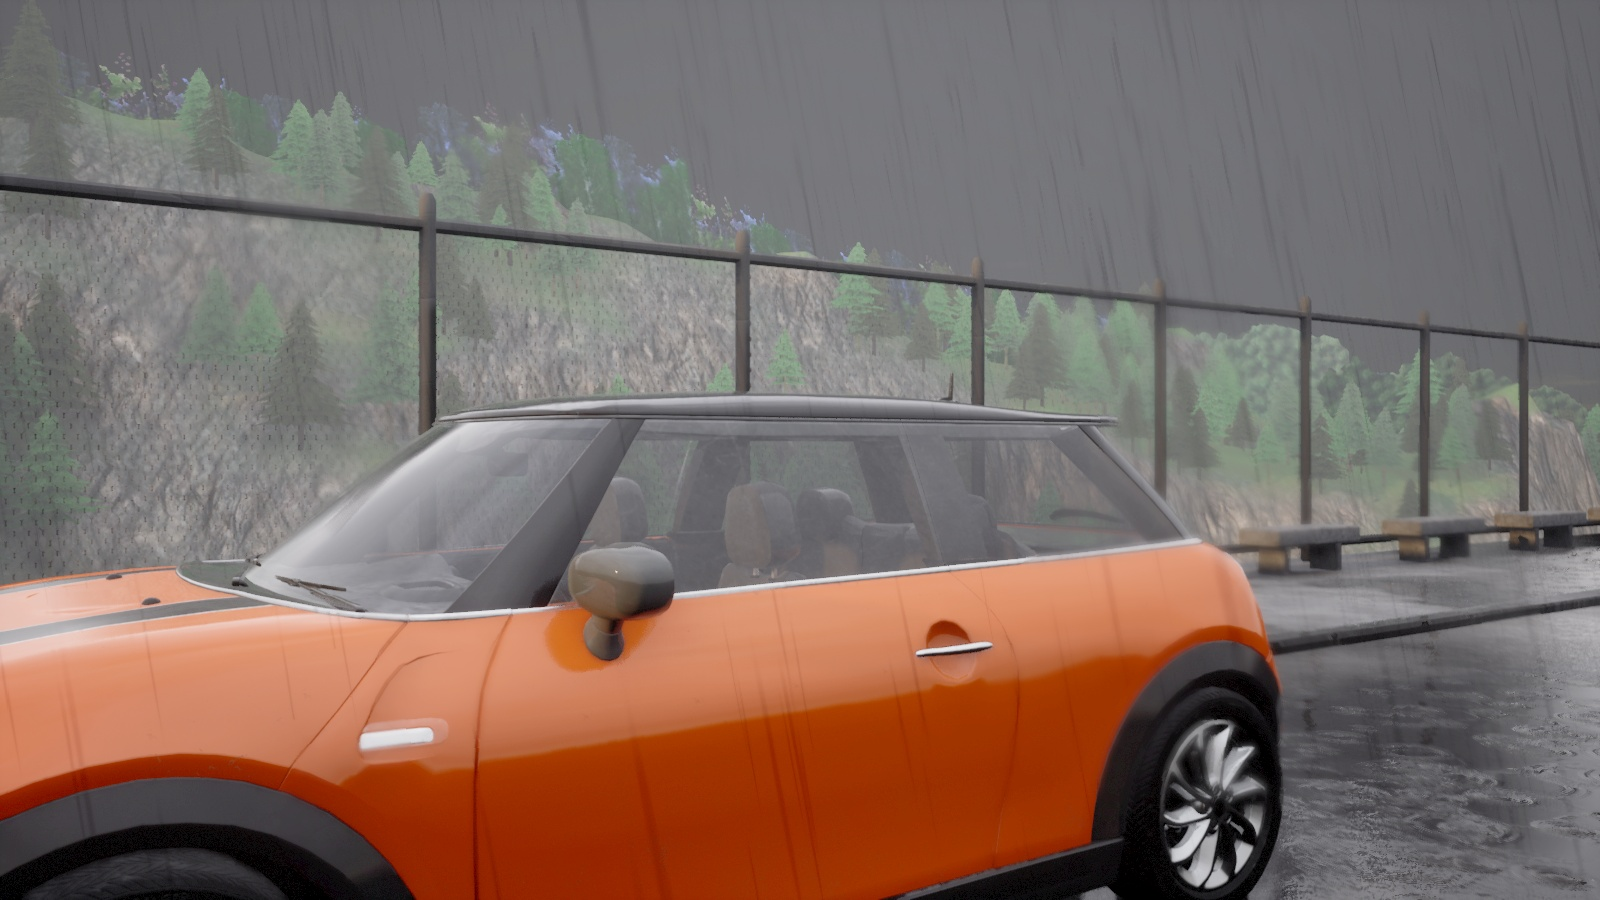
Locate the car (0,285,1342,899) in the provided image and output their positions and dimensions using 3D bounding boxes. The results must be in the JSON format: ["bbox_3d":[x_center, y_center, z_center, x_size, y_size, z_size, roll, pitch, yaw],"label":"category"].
[{"bbox_3d":[-0.625,0.608,3.834,4.553,1.767,2.097,0,0,-35],"label":"car"}]
